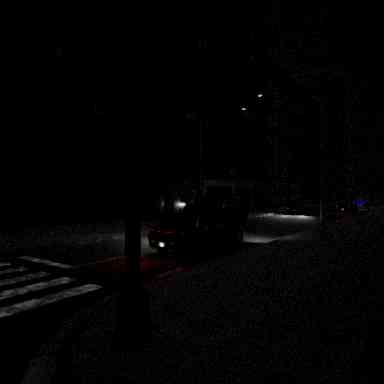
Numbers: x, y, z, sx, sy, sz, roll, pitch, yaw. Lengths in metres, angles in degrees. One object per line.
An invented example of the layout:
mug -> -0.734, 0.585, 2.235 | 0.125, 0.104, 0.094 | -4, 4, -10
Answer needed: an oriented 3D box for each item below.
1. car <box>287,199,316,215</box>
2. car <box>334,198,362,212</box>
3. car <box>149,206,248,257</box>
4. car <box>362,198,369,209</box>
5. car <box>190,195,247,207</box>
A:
car -> 11.104, 1.496, 33.676 | 1.837, 1.490, 4.892 | 0, 0, 35
car -> 17.840, 1.605, 38.352 | 1.895, 1.301, 4.718 | 0, 0, 35
car -> 0.361, 1.510, 13.147 | 1.837, 1.490, 4.892 | 0, 0, 35
car -> 23.589, 1.536, 46.749 | 1.812, 1.442, 4.674 | 0, 0, 35
car -> 1.341, 1.210, 19.558 | 2.150, 2.045, 5.566 | 0, 1, 36
